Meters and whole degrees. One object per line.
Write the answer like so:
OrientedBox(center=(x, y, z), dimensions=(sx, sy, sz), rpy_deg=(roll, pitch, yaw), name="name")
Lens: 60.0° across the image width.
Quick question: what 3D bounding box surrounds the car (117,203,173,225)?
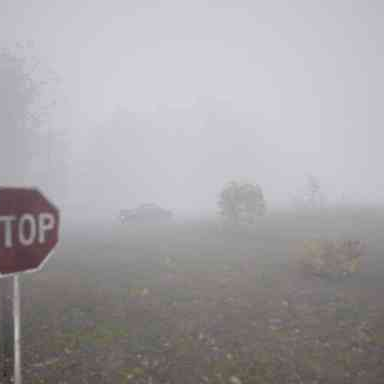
OrientedBox(center=(-3.352, 1.515, 24.283), dimensions=(1.812, 1.442, 4.674), rpy_deg=(-2, -1, 35), name="car")
